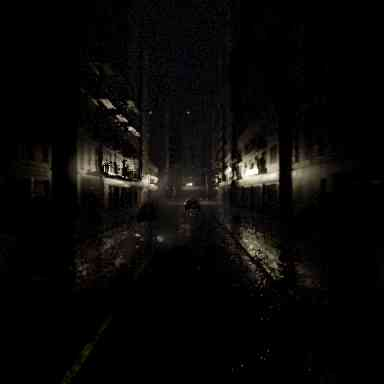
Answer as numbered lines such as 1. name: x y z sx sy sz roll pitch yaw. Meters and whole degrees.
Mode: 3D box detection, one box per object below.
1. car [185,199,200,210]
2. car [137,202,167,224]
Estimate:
1. car: 0.094 1.646 44.537 1.994 1.385 4.181 0 0 0
2. car: -3.004 1.523 25.547 1.882 1.535 5.008 0 0 0
